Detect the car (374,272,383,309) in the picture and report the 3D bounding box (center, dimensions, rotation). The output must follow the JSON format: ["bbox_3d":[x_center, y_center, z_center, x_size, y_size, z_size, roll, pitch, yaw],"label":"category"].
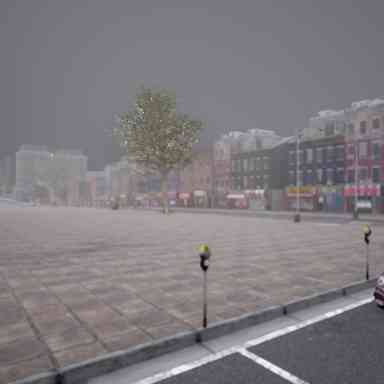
[{"bbox_3d":[5.318,1.622,6.626,4.206,1.307,1.802,0,0,-36],"label":"car"}]
